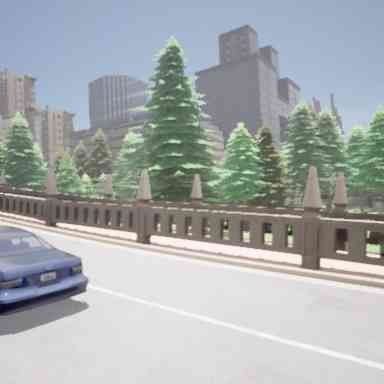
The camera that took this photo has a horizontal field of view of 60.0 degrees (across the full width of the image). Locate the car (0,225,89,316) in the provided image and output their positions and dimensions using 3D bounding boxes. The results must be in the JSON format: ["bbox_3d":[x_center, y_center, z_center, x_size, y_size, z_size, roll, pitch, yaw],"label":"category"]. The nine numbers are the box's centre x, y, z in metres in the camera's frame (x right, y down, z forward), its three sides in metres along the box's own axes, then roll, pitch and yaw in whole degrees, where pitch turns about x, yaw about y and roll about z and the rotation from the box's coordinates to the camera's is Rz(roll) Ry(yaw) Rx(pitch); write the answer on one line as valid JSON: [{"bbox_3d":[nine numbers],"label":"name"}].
[{"bbox_3d":[-4.539,1.448,7.231,5.357,1.411,2.033,2,1,35],"label":"car"}]
